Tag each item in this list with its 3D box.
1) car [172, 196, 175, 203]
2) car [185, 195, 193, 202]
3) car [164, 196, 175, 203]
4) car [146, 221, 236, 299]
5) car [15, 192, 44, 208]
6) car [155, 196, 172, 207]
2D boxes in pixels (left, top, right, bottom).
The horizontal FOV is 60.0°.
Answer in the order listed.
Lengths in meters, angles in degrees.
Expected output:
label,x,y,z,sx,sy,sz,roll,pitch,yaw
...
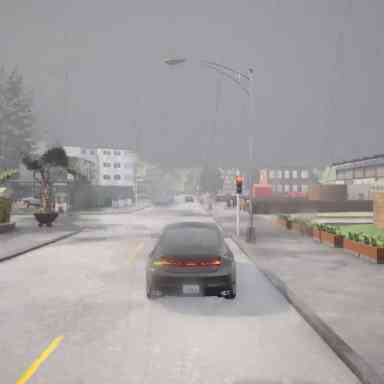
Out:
label,x,y,z,sx,sy,sz,roll,pitch,yaw
car,-4.637,1.477,60.001,1.882,1.535,5.008,0,0,0
car,-0.718,1.524,76.379,2.128,1.511,4.902,0,0,-1
car,-4.665,1.525,70.431,2.128,1.511,4.902,0,0,-1
car,-0.016,1.505,8.424,1.837,1.490,4.892,0,0,0
car,-20.154,0.985,42.086,1.905,1.878,3.866,0,0,34
car,-4.571,1.477,50.588,1.882,1.535,5.008,0,0,0
